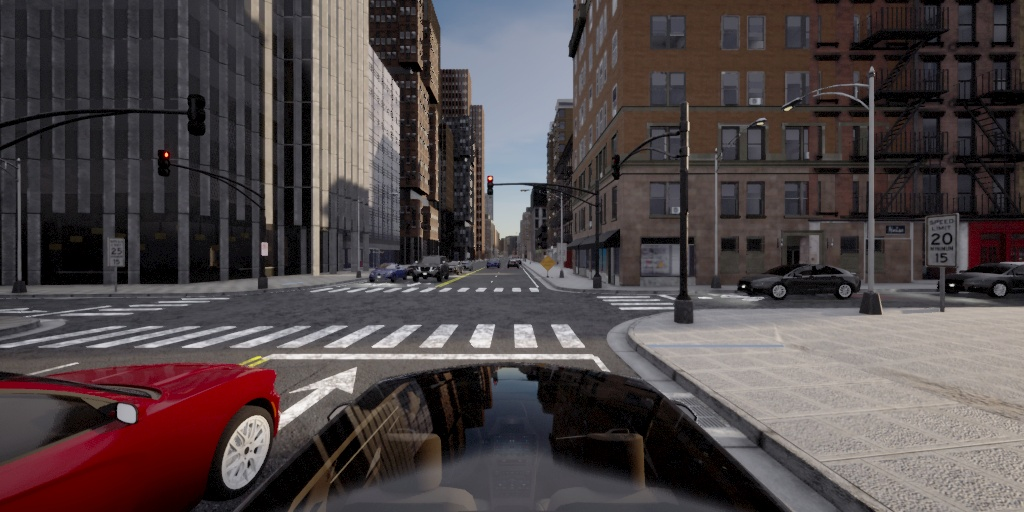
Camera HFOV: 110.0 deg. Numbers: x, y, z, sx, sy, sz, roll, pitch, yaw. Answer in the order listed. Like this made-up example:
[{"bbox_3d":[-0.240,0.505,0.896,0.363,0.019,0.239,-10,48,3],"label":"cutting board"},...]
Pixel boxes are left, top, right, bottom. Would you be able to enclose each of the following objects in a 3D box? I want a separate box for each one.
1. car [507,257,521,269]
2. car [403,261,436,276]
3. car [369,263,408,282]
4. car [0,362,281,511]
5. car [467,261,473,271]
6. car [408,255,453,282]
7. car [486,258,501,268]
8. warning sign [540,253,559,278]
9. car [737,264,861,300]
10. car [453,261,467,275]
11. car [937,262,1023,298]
[{"bbox_3d":[0.176,1.271,58.745,1.837,1.490,4.892,0,0,0],"label":"car"},{"bbox_3d":[-9.772,1.304,38.320,2.033,1.411,5.357,0,0,0],"label":"car"},{"bbox_3d":[-9.792,1.279,28.733,1.812,1.442,4.674,0,0,0],"label":"car"},{"bbox_3d":[-3.153,1.228,1.421,1.882,1.535,5.008,0,0,0],"label":"car"},{"bbox_3d":[-6.485,1.325,49.366,1.994,1.385,4.181,0,0,0],"label":"car"},{"bbox_3d":[-6.555,0.975,29.488,2.150,2.045,5.566,0,0,-1],"label":"car"},{"bbox_3d":[-3.068,1.118,59.494,2.097,1.767,4.553,0,0,1],"label":"car"},{"bbox_3d":[2.909,0.868,29.142,1.300,1.860,1.060,0,0,0],"label":"warning sign"},{"bbox_3d":[12.904,1.116,16.278,4.892,1.490,1.837,0,0,-1],"label":"car"},{"bbox_3d":[-6.517,1.262,39.404,1.837,1.490,4.892,0,0,0],"label":"car"},{"bbox_3d":[22.301,1.048,16.198,4.892,1.490,1.837,0,0,0],"label":"car"}]
